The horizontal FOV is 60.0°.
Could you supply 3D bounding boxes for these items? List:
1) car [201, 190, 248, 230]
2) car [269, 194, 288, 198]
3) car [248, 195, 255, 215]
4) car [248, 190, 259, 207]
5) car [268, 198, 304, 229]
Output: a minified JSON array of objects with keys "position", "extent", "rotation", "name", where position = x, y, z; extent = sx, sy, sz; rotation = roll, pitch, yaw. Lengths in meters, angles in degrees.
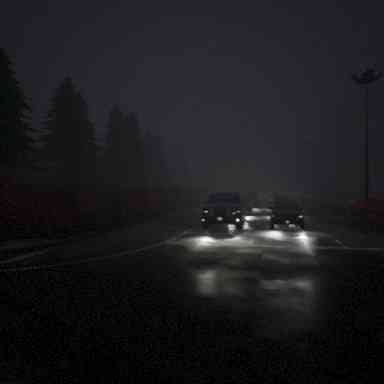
[{"position":[1.996,1.010,19.992],"extent":[2.150,2.045,5.566],"rotation":[0,1,12],"name":"car"},{"position":[7.885,1.181,29.542],"extent":[1.812,1.442,4.674],"rotation":[0,1,14],"name":"car"},{"position":[4.188,1.249,29.150],"extent":[1.994,1.385,4.181],"rotation":[0,1,13],"name":"car"},{"position":[7.045,0.772,41.163],"extent":[2.150,2.045,5.566],"rotation":[0,0,14],"name":"car"},{"position":[5.613,1.290,19.962],"extent":[1.812,1.442,4.674],"rotation":[0,1,13],"name":"car"}]
